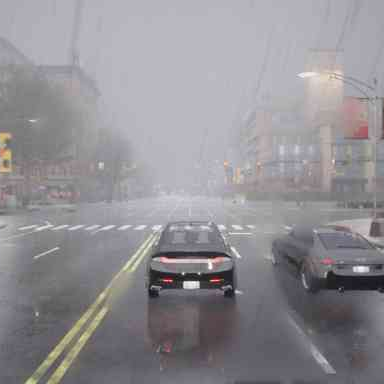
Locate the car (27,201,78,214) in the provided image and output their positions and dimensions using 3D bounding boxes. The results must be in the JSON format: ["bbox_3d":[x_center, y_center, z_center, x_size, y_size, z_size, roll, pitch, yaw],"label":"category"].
[{"bbox_3d":[-14.415,1.601,34.644,4.718,1.301,1.895,0,0,0],"label":"car"}]

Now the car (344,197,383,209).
[{"bbox_3d":[23.014,1.478,43.096,5.008,1.535,1.882,0,0,0],"label":"car"}]

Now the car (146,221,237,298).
[{"bbox_3d":[-0.020,1.492,8.530,2.128,1.511,4.902,0,0,0],"label":"car"}]

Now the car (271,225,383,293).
[{"bbox_3d":[3.479,1.564,8.867,1.994,1.385,4.181,0,0,0],"label":"car"}]

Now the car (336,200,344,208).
[{"bbox_3d":[22.793,1.492,46.591,4.902,1.511,2.128,0,0,0],"label":"car"}]
